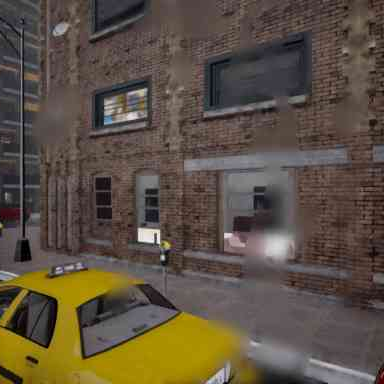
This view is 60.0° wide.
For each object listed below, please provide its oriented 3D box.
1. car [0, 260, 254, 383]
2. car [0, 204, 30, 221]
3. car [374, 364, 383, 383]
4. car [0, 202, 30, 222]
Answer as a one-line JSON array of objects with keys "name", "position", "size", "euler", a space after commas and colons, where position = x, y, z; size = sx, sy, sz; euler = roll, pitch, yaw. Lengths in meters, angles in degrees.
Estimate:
[{"name": "car", "position": [-1.681, 1.525, 4.077], "size": [4.829, 1.417, 1.752], "euler": [0, 0, 36]}, {"name": "car", "position": [-17.415, 1.837, 29.982], "size": [1.752, 1.417, 4.829], "euler": [-1, -2, 35]}, {"name": "car", "position": [3.083, 1.315, 0.678], "size": [5.009, 1.841, 2.192], "euler": [0, 0, 36]}, {"name": "car", "position": [-15.976, 1.635, 27.497], "size": [2.097, 1.767, 4.553], "euler": [0, -1, 35]}]
